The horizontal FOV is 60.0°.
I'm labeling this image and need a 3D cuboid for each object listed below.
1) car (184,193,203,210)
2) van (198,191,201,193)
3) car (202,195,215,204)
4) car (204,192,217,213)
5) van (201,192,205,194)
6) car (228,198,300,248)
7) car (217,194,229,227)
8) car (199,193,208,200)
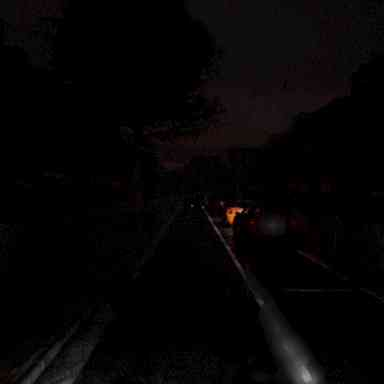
[{"bbox_3d":[0.076,1.217,38.562,1.837,1.490,4.892,0,0,1],"label":"car"},{"bbox_3d":[2.663,0.816,71.207,1.690,1.788,3.998,1,0,0],"label":"van"},{"bbox_3d":[2.657,1.158,54.588,1.947,1.339,4.313,1,0,0],"label":"car"},{"bbox_3d":[2.657,1.073,32.423,2.192,1.841,5.009,1,0,0],"label":"car"},{"bbox_3d":[2.659,0.974,49.046,1.690,1.788,3.998,1,0,0],"label":"van"},{"bbox_3d":[2.991,1.246,14.293,2.097,1.767,4.553,0,0,0],"label":"car"},{"bbox_3d":[2.992,1.194,21.293,2.097,1.767,4.553,0,0,0],"label":"car"},{"bbox_3d":[2.661,0.964,76.920,1.752,1.417,4.829,1,0,0],"label":"car"}]
